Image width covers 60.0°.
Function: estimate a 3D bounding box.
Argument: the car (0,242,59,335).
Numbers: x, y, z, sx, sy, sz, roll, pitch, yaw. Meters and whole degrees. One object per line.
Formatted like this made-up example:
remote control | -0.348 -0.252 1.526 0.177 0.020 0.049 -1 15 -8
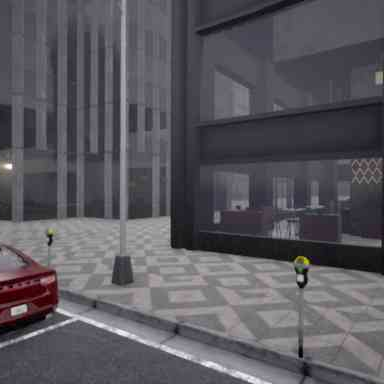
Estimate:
car | -4.264 1.538 6.018 4.507 1.381 1.887 0 0 36
